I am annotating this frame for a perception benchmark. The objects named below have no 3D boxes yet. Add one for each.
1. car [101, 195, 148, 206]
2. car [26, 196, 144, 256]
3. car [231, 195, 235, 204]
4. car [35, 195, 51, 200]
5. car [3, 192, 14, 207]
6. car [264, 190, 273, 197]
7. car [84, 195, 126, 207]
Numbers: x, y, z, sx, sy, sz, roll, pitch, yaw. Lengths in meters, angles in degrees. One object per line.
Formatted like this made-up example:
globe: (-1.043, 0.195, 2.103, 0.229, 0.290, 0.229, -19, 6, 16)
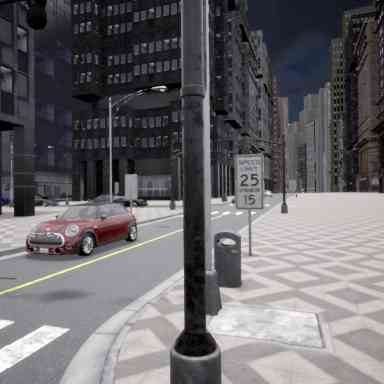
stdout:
car: (-7.281, 1.154, 36.496, 4.718, 1.301, 1.895, -1, 0, 19)
car: (-3.918, 1.209, 12.530, 2.097, 1.767, 4.553, -1, 1, 19)
car: (6.484, 0.862, 43.430, 1.994, 1.385, 4.181, -1, 1, 21)
car: (-18.429, 1.168, 40.320, 4.892, 1.490, 1.837, -1, 0, 19)
car: (-25.893, 0.976, 46.257, 5.566, 2.045, 2.150, 0, 0, 19)
car: (15.901, 0.392, 70.514, 1.812, 1.442, 4.674, -1, 1, 19)
car: (-10.735, 1.112, 41.001, 4.892, 1.490, 1.837, -1, 0, 20)
